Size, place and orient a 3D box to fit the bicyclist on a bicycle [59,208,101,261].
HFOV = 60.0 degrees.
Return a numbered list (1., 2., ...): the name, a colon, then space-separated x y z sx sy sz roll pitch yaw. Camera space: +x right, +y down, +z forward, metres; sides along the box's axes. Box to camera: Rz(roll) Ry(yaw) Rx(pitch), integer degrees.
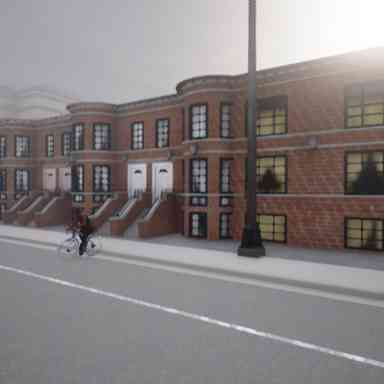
1. bicyclist on a bicycle: -3.597 1.358 10.799 0.582 1.620 1.656 0 0 34
